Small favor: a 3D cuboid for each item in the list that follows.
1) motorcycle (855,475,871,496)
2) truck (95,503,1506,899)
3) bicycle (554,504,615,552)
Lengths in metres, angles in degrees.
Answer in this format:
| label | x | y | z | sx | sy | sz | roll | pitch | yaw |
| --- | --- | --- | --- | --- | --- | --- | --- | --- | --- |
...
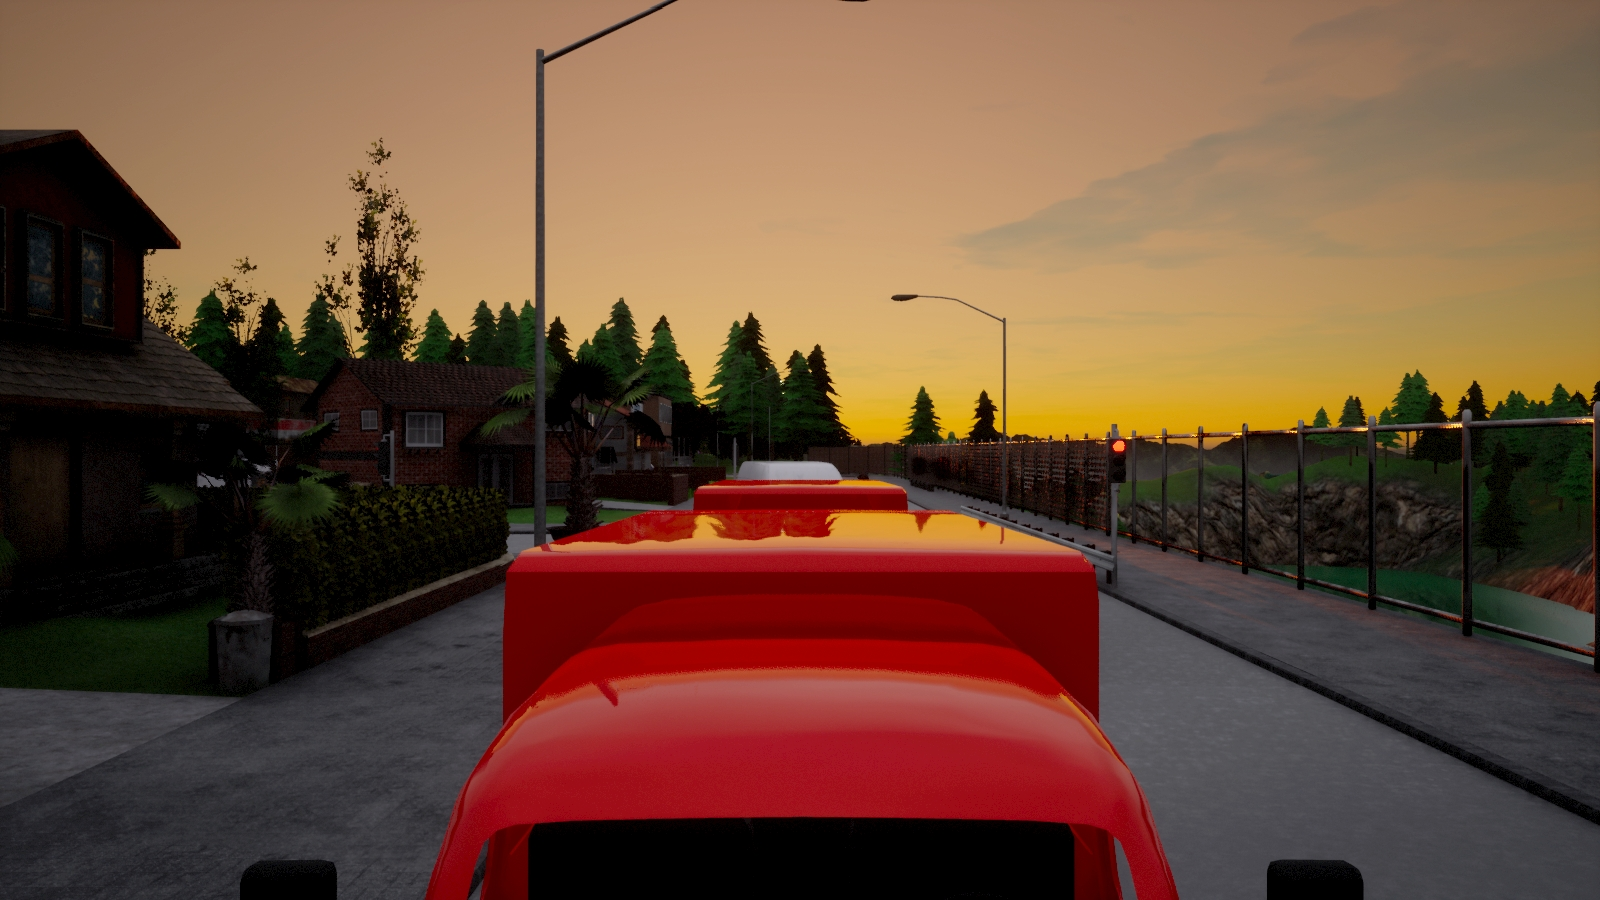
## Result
| label | x | y | z | sx | sy | sz | roll | pitch | yaw |
| --- | --- | --- | --- | --- | --- | --- | --- | --- | --- |
| motorcycle | 3.977 | 2.232 | 72.112 | 0.867 | 1.251 | 2.209 | 0 | 0 | 0 |
| truck | -0.001 | 1.570 | 4.728 | 2.627 | 2.467 | 5.204 | 0 | 0 | 0 |
| bicycle | -6.027 | 2.170 | 32.019 | 1.487 | 1.276 | 0.859 | 0 | 0 | 8 |
